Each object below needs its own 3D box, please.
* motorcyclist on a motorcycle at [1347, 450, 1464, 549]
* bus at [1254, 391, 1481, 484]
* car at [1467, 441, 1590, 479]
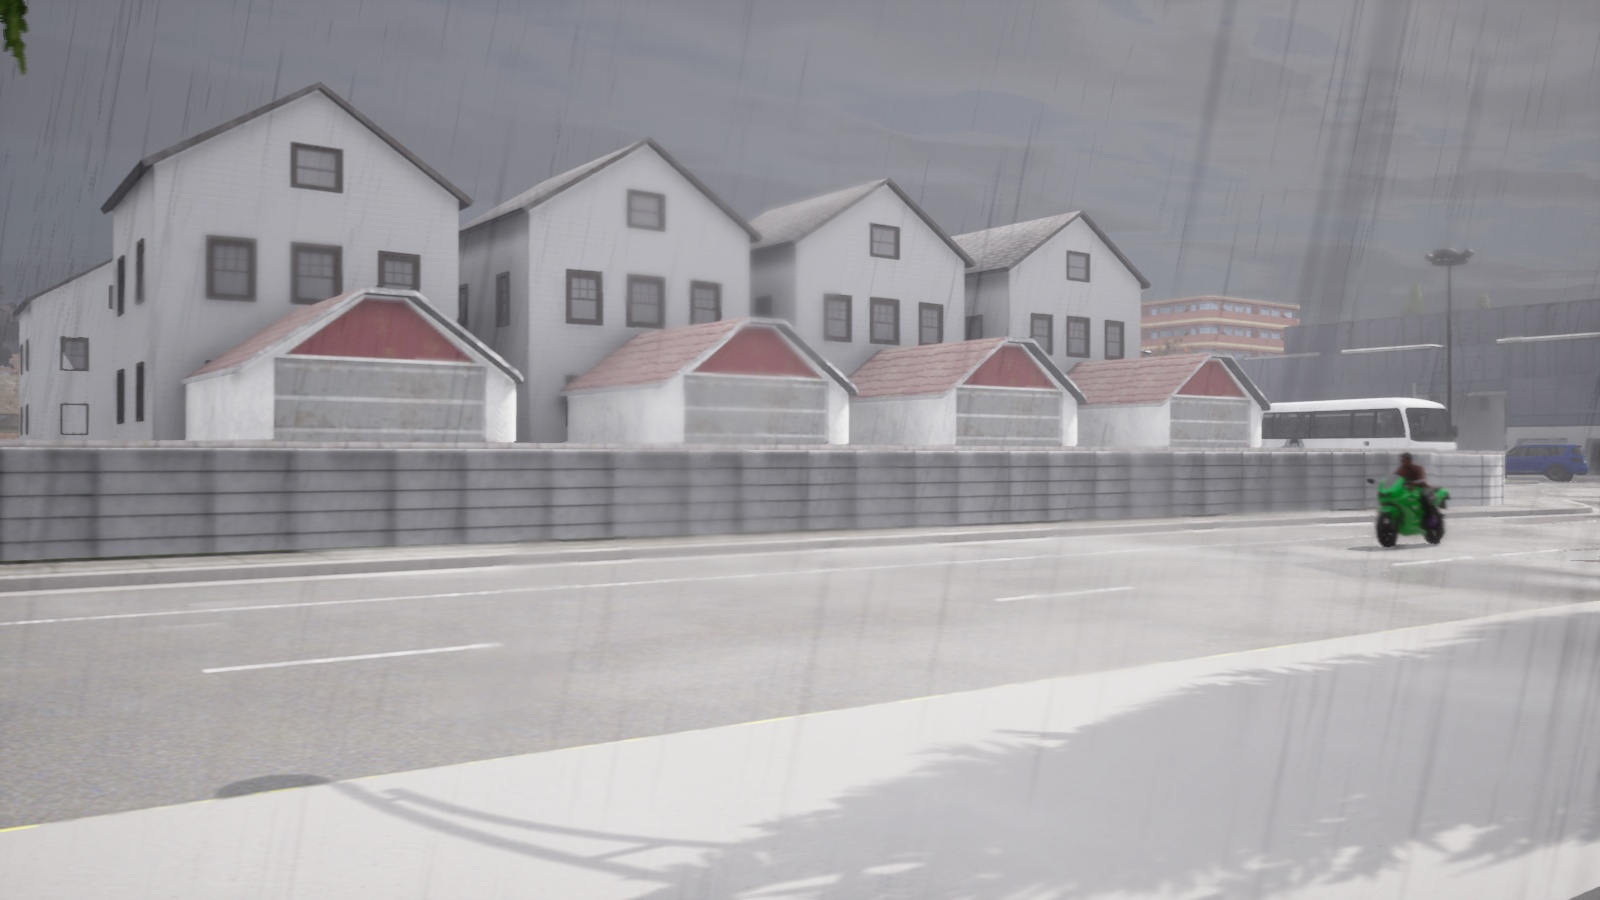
[{"bbox_3d":[9.751,0.756,20.197,2.044,1.523,0.797,0,0,-35],"label":"motorcyclist on a motorcycle"},{"bbox_3d":[28.081,-0.537,62.862,3.944,4.253,10.273,0,0,-25],"label":"bus"},{"bbox_3d":[40.372,0.549,69.701,5.566,2.045,2.150,0,0,43],"label":"car"}]
